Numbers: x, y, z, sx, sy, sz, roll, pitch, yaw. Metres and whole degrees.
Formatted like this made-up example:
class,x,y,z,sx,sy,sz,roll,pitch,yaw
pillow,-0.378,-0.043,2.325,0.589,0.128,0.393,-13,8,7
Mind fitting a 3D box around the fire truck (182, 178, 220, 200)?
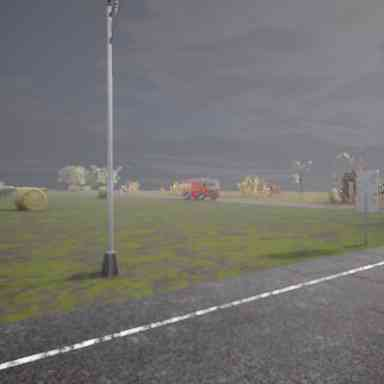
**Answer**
class,x,y,z,sx,sy,sz,roll,pitch,yaw
fire truck,1.444,-0.587,59.516,2.891,3.827,8.468,1,0,-32
